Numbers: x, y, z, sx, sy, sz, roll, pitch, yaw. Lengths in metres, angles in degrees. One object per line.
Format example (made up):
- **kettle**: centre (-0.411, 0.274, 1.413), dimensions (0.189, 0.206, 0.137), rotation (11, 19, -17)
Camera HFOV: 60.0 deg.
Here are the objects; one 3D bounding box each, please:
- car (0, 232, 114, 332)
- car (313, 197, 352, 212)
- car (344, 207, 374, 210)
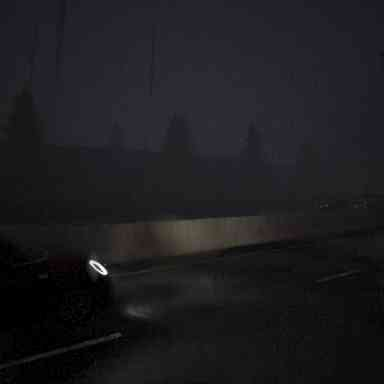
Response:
- **car**: centre (-3.645, 1.352, 5.446), dimensions (4.553, 1.767, 2.097), rotation (0, 0, -36)
- **car**: centre (15.683, 1.345, 36.968), dimensions (4.892, 1.490, 1.837), rotation (0, 0, -39)
- **car**: centre (18.275, 1.056, 34.518), dimensions (5.566, 2.045, 2.150), rotation (-1, 0, -39)
